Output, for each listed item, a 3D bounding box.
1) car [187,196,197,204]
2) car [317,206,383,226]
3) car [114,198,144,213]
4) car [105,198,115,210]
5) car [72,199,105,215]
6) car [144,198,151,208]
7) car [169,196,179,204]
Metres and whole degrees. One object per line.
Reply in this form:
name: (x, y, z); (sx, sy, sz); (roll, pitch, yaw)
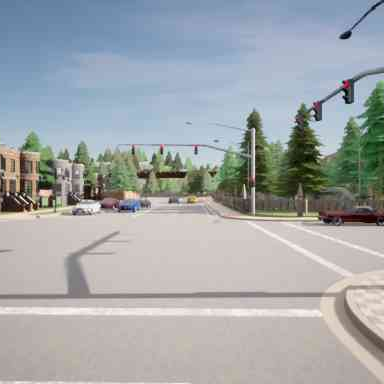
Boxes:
car: (-0.020, 1.512, 64.849); (1.882, 1.535, 5.008); (0, 0, 0)
car: (11.146, 1.613, 22.831); (4.718, 1.301, 1.895); (0, 0, 2)
car: (-7.166, 1.498, 38.296); (1.882, 1.535, 5.008); (0, 0, 0)
car: (-10.667, 1.500, 43.010); (1.882, 1.535, 5.008); (0, 0, 0)
car: (-10.659, 1.544, 33.957); (1.812, 1.442, 4.674); (0, 0, 0)
car: (-7.156, 1.589, 48.284); (1.994, 1.385, 4.181); (0, 0, 0)
car: (-3.523, 1.526, 64.898); (2.128, 1.511, 4.902); (0, 0, 0)
